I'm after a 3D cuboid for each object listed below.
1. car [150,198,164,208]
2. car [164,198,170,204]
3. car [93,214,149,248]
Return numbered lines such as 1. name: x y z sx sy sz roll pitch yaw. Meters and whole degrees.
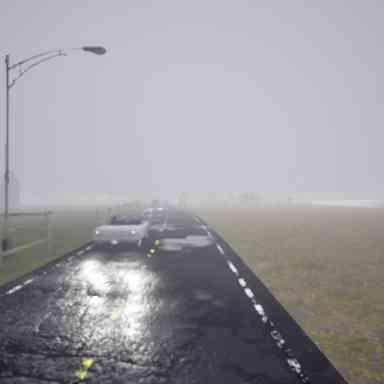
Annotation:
1. car: -6.205 1.987 57.157 1.837 1.490 4.892 1 0 -6
2. car: -6.471 2.177 79.651 1.895 1.301 4.718 0 -1 -9
3. car: -3.148 1.721 15.502 1.895 1.301 4.718 0 0 -2
